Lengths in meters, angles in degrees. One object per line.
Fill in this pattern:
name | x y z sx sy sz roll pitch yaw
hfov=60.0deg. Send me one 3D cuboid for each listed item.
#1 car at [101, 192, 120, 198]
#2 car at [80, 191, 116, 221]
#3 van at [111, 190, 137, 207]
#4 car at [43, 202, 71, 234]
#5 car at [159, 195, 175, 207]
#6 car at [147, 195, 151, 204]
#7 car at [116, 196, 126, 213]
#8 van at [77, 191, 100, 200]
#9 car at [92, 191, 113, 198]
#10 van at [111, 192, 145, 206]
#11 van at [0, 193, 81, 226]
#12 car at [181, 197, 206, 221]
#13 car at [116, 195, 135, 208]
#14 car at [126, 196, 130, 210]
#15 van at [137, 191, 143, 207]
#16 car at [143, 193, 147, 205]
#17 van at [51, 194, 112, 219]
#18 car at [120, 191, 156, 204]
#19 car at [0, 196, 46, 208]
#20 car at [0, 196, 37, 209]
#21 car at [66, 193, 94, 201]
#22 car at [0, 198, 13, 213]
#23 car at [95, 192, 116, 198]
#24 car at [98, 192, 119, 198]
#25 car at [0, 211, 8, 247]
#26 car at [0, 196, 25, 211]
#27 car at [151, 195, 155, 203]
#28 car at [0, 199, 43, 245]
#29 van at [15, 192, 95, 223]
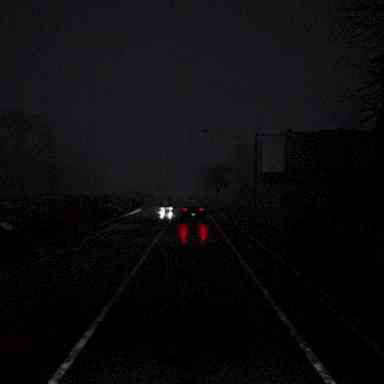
car | -22.150 0.756 90.788 4.792 1.488 2.163 0 1 0
car | -8.918 1.139 24.753 5.566 2.045 2.435 0 0 0
van | -9.083 1.075 38.774 4.442 1.987 1.878 0 1 0
car | -8.927 1.420 16.343 4.892 1.521 2.231 0 0 0
car | -3.340 1.229 44.770 2.128 1.511 4.902 0 0 0
car | -8.985 1.220 49.991 4.674 1.452 2.002 0 1 0
car | -8.960 1.365 30.362 4.892 1.521 2.231 0 0 0
van | -22.210 0.714 71.358 4.442 1.987 1.878 0 1 0
car | -22.141 0.691 82.461 4.553 1.767 2.185 0 1 0
van | -9.095 0.986 47.185 4.442 1.987 1.878 0 1 0
van | -9.055 1.184 19.145 4.442 1.987 1.878 0 0 0
car | 0.097 1.406 25.979 1.812 1.442 4.674 0 0 0
car | -8.992 1.357 35.973 4.792 1.488 2.163 0 1 0
car | -8.956 1.387 33.166 4.674 1.452 2.002 0 0 0
van | -8.854 1.048 41.576 4.442 1.987 1.878 0 1 0
car | -8.969 1.243 44.385 5.008 1.535 2.097 0 1 0
van | -9.067 1.154 27.553 4.442 1.987 1.878 0 0 0
car | -8.962 0.865 55.595 5.566 2.045 2.435 0 1 0
car | -22.047 1.254 43.608 4.892 1.521 2.231 0 1 0
car | -22.044 1.282 40.830 5.008 1.535 2.097 0 1 0
car | -22.056 1.032 65.811 4.792 1.488 2.163 0 1 0
car | -22.011 1.365 35.281 4.792 1.488 2.163 0 0 0
car | -22.119 0.786 85.238 5.008 1.535 2.097 0 1 0
car | -22.111 0.758 88.013 4.892 1.521 2.231 0 1 0
car | -8.923 1.479 10.737 4.674 1.452 2.002 0 0 0
car | -22.230 1.306 38.053 5.366 1.575 1.946 0 1 0
car | -8.801 1.145 52.794 5.366 1.575 1.946 0 1 0
car | -8.961 1.303 13.540 4.553 1.767 2.185 0 0 0
van | -9.059 1.174 21.949 4.442 1.987 1.878 0 0 0
